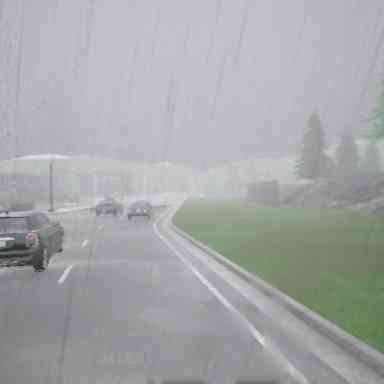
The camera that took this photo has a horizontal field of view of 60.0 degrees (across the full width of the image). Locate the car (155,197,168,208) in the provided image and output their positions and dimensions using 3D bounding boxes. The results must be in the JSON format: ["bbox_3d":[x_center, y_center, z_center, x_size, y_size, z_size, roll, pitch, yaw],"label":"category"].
[{"bbox_3d":[-4.316,1.395,44.167,1.812,1.442,4.674,-1,0,0],"label":"car"}]

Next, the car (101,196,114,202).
[{"bbox_3d":[-19.306,1.552,76.196,1.895,1.301,4.718,-1,0,0],"label":"car"}]

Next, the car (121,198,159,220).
[{"bbox_3d":[-4.259,1.496,28.208,2.033,1.411,5.357,-1,0,-2],"label":"car"}]

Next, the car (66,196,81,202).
[{"bbox_3d":[-26.317,1.577,73.958,1.994,1.385,4.181,-1,0,0],"label":"car"}]

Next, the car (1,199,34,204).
[{"bbox_3d":[-19.577,1.794,35.682,2.033,1.411,5.357,-1,0,0],"label":"car"}]

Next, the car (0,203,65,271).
[{"bbox_3d":[-5.613,1.418,11.021,2.097,1.767,4.553,-1,0,-12],"label":"car"}]

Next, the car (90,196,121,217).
[{"bbox_3d":[-7.798,1.500,31.769,2.128,1.511,4.902,-1,0,-1],"label":"car"}]

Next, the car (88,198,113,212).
[{"bbox_3d":[-11.337,1.561,41.679,1.812,1.442,4.674,-1,0,0],"label":"car"}]
